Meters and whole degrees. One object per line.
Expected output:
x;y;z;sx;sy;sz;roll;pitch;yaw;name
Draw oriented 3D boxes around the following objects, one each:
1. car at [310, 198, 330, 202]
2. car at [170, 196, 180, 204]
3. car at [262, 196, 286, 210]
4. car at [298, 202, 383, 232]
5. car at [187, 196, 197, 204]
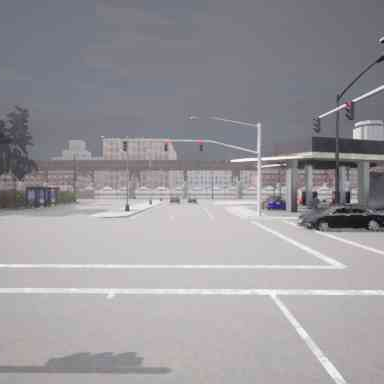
15.480;1.456;40.442;1.970;1.475;3.806;0;0;0;car
-3.358;1.491;66.287;2.128;1.511;4.902;0;0;0;car
9.735;1.295;39.683;2.242;1.667;4.611;0;0;0;car
8.693;1.506;19.409;4.892;1.490;1.837;0;0;-2;car
0.040;1.547;64.364;2.033;1.411;5.357;0;0;0;car
